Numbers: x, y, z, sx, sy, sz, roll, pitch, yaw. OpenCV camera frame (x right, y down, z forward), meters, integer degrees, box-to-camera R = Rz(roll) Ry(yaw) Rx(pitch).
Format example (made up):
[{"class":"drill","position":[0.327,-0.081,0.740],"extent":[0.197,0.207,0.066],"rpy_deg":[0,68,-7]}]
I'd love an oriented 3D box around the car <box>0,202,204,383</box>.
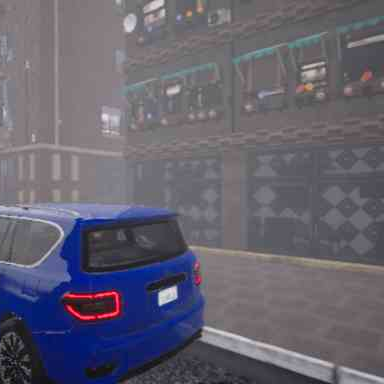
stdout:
[{"class":"car","position":[-2.442,1.171,5.125],"extent":[5.566,2.045,2.150],"rpy_deg":[1,0,35]}]
